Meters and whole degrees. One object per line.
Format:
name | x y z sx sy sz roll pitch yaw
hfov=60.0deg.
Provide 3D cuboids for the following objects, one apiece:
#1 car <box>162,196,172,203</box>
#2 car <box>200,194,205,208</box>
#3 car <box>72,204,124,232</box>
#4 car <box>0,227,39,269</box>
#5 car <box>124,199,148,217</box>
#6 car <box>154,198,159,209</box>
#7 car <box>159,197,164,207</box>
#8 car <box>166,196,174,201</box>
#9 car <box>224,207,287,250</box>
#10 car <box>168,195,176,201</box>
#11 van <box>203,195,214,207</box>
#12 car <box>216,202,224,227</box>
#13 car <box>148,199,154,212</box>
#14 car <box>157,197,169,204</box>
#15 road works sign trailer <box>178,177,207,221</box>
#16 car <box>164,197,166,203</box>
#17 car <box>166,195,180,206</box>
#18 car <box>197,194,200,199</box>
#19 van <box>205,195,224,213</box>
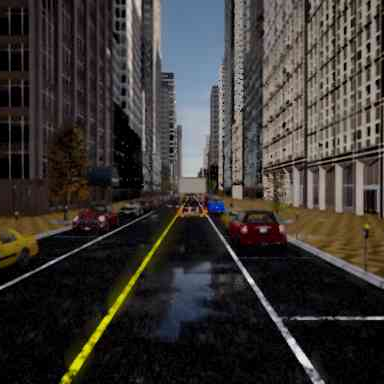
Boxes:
car | -5.717 1.695 76.925 2.008 1.369 4.403 -1 0 0
car | 2.668 1.407 48.510 2.192 1.841 5.009 -1 0 0
car | -5.704 1.478 20.090 1.967 1.590 4.097 -1 0 0
car | -5.700 1.542 8.552 1.752 1.417 4.829 -1 0 0
car | -5.706 1.610 31.456 2.008 1.369 4.403 -1 0 0
car | -5.708 1.625 42.824 1.887 1.381 4.507 -1 0 0
car | -5.711 1.642 48.507 2.008 1.369 4.403 -1 0 0
car | -5.720 1.747 88.292 1.802 1.307 4.206 -1 0 0
car | 2.678 1.468 14.408 1.967 1.590 4.097 -1 0 0
car | -5.722 1.616 93.976 1.967 1.590 4.097 -1 0 0
van | 2.667 1.444 54.193 1.690 1.788 3.998 -1 0 0
car | 2.678 1.564 20.261 1.752 1.417 4.829 -1 0 0
car | -5.707 1.636 37.140 1.947 1.339 4.313 -1 0 0
car | -5.714 1.674 65.558 2.008 1.369 4.403 -1 0 0
road works sign trailer | 0.011 0.516 27.523 2.380 3.560 2.880 0 0 0
car | -5.711 1.684 54.191 1.802 1.307 4.206 -1 0 0
car | -3.069 1.673 58.114 1.994 1.385 4.181 0 0 1
car | 2.664 1.695 76.927 2.008 1.369 4.403 -1 0 0
van | 2.672 1.411 37.142 1.690 1.788 3.998 -1 0 0
